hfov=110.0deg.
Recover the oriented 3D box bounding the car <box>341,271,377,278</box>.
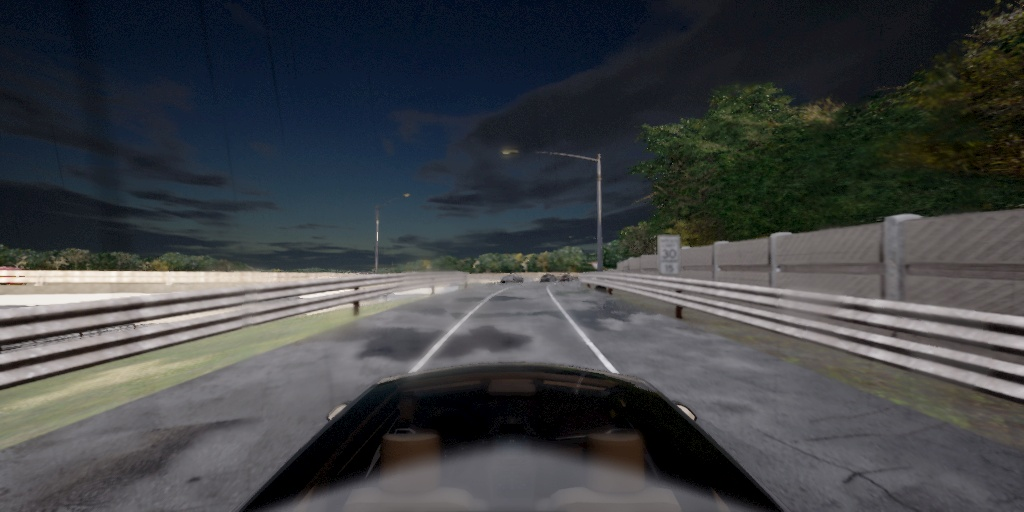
[{"bbox_3d":[-13.918,2.224,34.633,4.902,1.511,2.128,4,-5,-45],"label":"car"}]

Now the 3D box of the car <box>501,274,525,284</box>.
[{"bbox_3d":[0.174,3.334,51.640,1.994,1.385,4.181,-2,-4,34],"label":"car"}]

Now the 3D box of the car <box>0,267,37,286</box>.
[{"bbox_3d":[-31.511,0.971,20.326,5.566,2.045,2.150,2,-4,-32],"label":"car"}]

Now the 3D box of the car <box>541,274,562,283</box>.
[{"bbox_3d":[6.582,3.936,62.471,1.837,1.490,4.892,-1,-4,27],"label":"car"}]
